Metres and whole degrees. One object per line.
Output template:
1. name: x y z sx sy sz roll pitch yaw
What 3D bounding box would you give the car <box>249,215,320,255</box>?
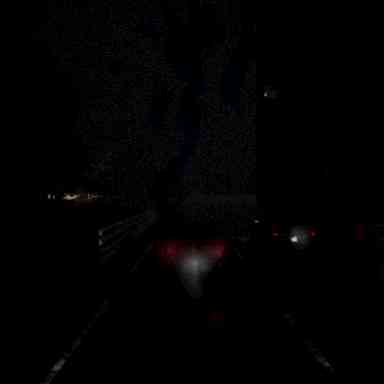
1. car: 3.596 1.634 13.608 1.994 1.385 4.181 0 0 0

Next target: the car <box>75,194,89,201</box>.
1. car: -26.842 1.287 80.885 4.553 1.767 2.097 1 1 44

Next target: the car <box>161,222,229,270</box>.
1. car: 0.098 1.659 11.240 1.895 1.301 4.718 0 0 0

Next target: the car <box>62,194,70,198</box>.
1. car: -33.998 1.272 88.304 1.895 1.301 4.718 0 1 -39
